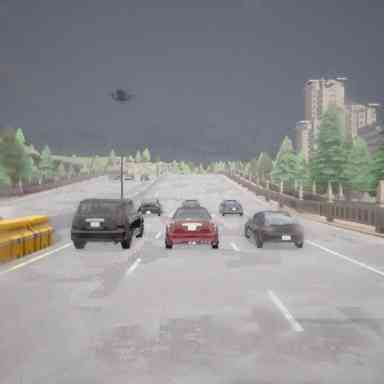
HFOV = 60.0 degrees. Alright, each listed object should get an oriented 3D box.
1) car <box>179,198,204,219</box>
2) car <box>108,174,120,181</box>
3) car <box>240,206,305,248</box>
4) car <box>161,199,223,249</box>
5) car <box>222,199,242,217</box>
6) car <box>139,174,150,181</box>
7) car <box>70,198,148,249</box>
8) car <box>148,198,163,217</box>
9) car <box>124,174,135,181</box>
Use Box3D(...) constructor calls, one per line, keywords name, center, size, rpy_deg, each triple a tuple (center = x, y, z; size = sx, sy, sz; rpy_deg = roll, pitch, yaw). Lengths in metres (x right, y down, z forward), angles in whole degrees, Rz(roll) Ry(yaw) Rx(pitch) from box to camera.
Box3D(name="car", center=(-0.076, 1.360, 29.673), size=(2.033, 1.411, 5.357), rpy_deg=(0, 2, 0))
Box3D(name="car", center=(-17.833, -3.304, 76.054), size=(2.128, 1.511, 4.902), rpy_deg=(0, 7, 0))
Box3D(name="car", center=(3.500, 1.533, 14.656), size=(1.812, 1.442, 4.674), rpy_deg=(0, 0, 0))
Box3D(name="car", center=(0.000, 1.366, 14.625), size=(2.097, 1.767, 4.553), rpy_deg=(0, 0, 0))
Box3D(name="car", center=(3.424, 1.360, 29.693), size=(2.033, 1.411, 5.357), rpy_deg=(0, 2, 0))
Box3D(name="car", center=(-10.833, -3.329, 76.090), size=(1.837, 1.490, 4.892), rpy_deg=(0, 7, 0))
Box3D(name="car", center=(-3.500, 1.258, 14.683), size=(2.150, 2.045, 5.566), rpy_deg=(0, 0, 0))
Box3D(name="car", center=(-3.576, 1.313, 29.653), size=(1.837, 1.490, 4.892), rpy_deg=(0, 2, 0))
Box3D(name="car", center=(-14.333, -3.289, 76.075), size=(2.033, 1.411, 5.357), rpy_deg=(0, 7, 0))
